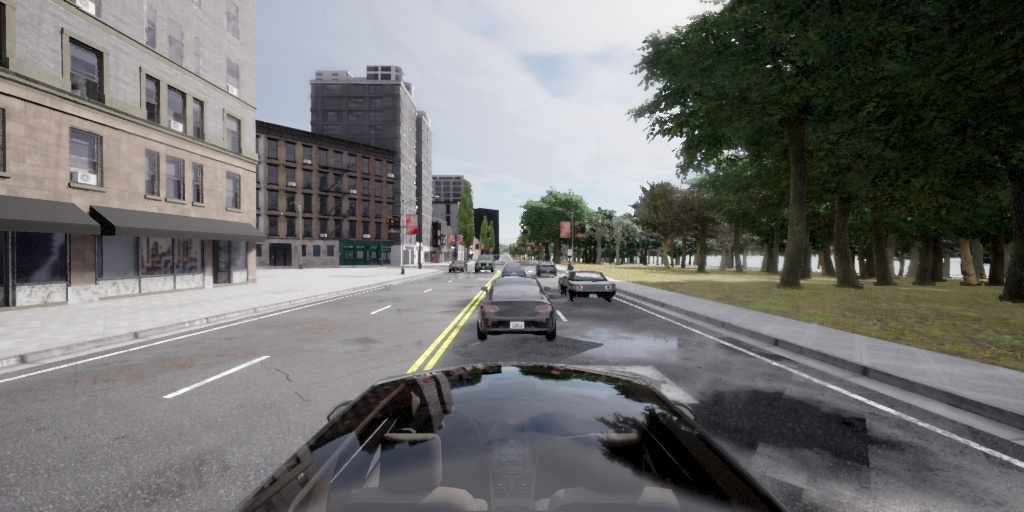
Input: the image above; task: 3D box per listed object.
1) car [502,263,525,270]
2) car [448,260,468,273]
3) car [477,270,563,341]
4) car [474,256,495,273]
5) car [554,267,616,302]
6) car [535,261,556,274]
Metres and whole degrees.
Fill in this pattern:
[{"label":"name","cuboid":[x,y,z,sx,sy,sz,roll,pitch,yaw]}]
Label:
[{"label":"car","cuboid":[0.147,1.301,29.700,1.994,1.385,4.181,0,0,0]},{"label":"car","cuboid":[-6.431,1.241,43.219,1.837,1.490,4.892,0,0,0]},{"label":"car","cuboid":[0.105,1.273,9.782,1.812,1.442,4.674,0,0,0]},{"label":"car","cuboid":[-3.185,0.955,42.775,2.150,2.045,5.566,0,0,0]},{"label":"car","cuboid":[3.374,1.346,17.029,1.895,1.301,4.718,0,0,0]},{"label":"car","cuboid":[3.411,1.224,36.344,2.128,1.511,4.902,0,0,0]}]
